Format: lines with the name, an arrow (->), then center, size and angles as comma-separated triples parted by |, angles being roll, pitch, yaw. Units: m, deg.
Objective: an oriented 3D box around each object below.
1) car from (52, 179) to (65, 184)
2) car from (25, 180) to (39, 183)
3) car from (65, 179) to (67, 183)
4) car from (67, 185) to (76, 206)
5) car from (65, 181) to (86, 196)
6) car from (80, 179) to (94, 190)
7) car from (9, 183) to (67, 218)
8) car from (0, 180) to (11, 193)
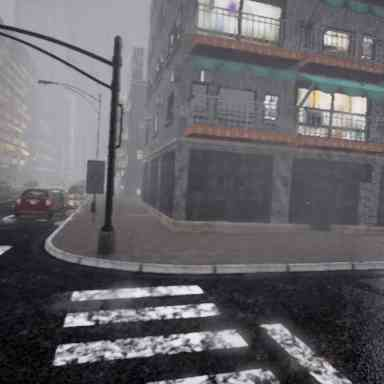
car -> -32.994, -2.428, 81.296 | 2.008, 1.369, 4.403 | 3, 1, -14
car -> -26.232, -1.356, 54.484 | 1.887, 1.381, 4.507 | 3, 1, -14
car -> -34.347, -2.628, 86.659 | 1.947, 1.339, 4.313 | 3, 1, -14
car -> -10.008, 0.390, 24.374 | 2.008, 1.369, 4.403 | 3, 1, -14
car -> -14.067, -0.233, 40.462 | 1.802, 1.307, 4.206 | 3, 1, -14
car -> -19.459, -1.365, 61.903 | 2.192, 1.841, 5.009 | 3, 1, -14
car -> -8.649, 0.498, 19.010 | 1.967, 1.590, 4.097 | 3, 1, -14
car -> -22.177, -0.685, 38.400 | 1.947, 1.339, 4.313 | 3, 1, -14
